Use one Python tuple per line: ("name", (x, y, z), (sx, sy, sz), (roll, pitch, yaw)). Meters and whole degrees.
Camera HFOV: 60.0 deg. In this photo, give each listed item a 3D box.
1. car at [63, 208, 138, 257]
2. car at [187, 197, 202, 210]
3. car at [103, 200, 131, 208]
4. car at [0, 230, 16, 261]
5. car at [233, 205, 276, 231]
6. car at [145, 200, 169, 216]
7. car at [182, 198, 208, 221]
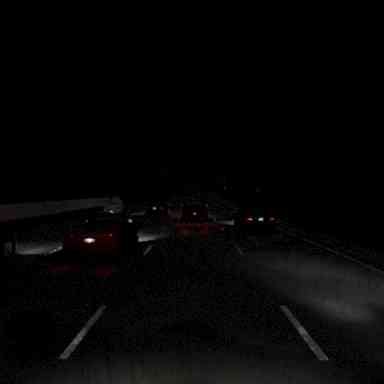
("car", (-3.326, 1.540, 12.807), (1.994, 1.385, 4.181), (0, 0, 0))
("car", (0.323, 1.451, 43.294), (1.812, 1.442, 4.674), (0, 0, 1))
("car", (-6.751, 1.470, 30.177), (1.812, 1.442, 4.674), (0, 0, 0))
("car", (-6.848, 1.485, 9.251), (1.837, 1.490, 4.892), (0, 0, 0))
("car", (3.697, 1.513, 20.249), (2.033, 1.411, 5.357), (0, 0, 0))
("car", (-3.243, 1.490, 31.665), (2.033, 1.411, 5.357), (0, 0, 0))
("car", (0.225, 1.432, 26.451), (1.882, 1.535, 5.008), (0, 0, 0))
